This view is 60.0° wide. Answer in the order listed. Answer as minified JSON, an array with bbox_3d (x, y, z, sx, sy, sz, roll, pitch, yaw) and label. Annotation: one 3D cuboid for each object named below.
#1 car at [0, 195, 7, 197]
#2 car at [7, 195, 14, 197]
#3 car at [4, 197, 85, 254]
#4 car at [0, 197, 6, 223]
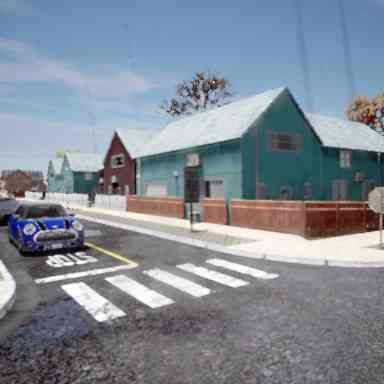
[{"bbox_3d":[-19.992,1.122,33.008,1.837,1.490,4.892,-1,3,-35],"label":"car"},{"bbox_3d":[-25.511,1.041,45.781,1.895,1.301,4.718,-1,1,-35],"label":"car"},{"bbox_3d":[-5.852,1.219,13.118,2.097,1.767,4.553,-1,1,-35],"label":"car"},{"bbox_3d":[-12.153,1.302,21.987,2.033,1.411,5.357,-1,1,-36],"label":"car"}]
